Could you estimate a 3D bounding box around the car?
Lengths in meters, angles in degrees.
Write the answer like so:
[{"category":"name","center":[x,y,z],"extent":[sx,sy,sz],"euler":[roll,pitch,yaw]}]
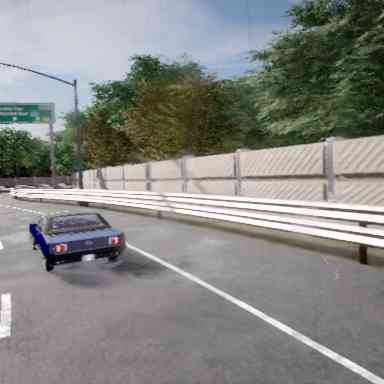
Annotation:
[{"category":"car","center":[-3.607,1.218,9.794],"extent":[1.895,1.301,4.718],"euler":[-4,3,-31]}]
